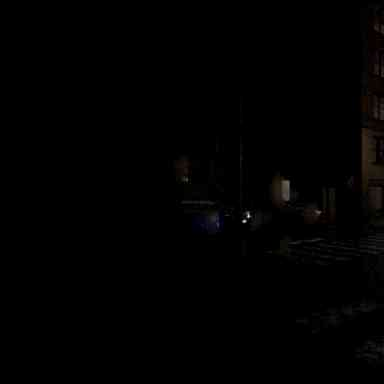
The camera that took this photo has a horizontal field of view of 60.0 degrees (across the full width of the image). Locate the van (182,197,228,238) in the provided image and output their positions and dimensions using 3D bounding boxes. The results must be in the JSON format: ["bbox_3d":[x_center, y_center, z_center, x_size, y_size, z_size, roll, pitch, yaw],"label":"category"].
[{"bbox_3d":[-0.199,1.340,17.478,1.690,1.788,3.998,0,0,-35],"label":"van"}]

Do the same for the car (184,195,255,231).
[{"bbox_3d":[1.310,1.214,20.167,2.150,2.045,5.566,0,0,-33],"label":"car"}]

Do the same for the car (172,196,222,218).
[{"bbox_3d":[0.357,1.291,31.533,2.192,1.841,5.009,0,0,-35],"label":"car"}]

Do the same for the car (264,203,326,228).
[{"bbox_3d":[6.771,1.423,22.388,1.967,1.590,4.097,0,0,-35],"label":"car"}]
